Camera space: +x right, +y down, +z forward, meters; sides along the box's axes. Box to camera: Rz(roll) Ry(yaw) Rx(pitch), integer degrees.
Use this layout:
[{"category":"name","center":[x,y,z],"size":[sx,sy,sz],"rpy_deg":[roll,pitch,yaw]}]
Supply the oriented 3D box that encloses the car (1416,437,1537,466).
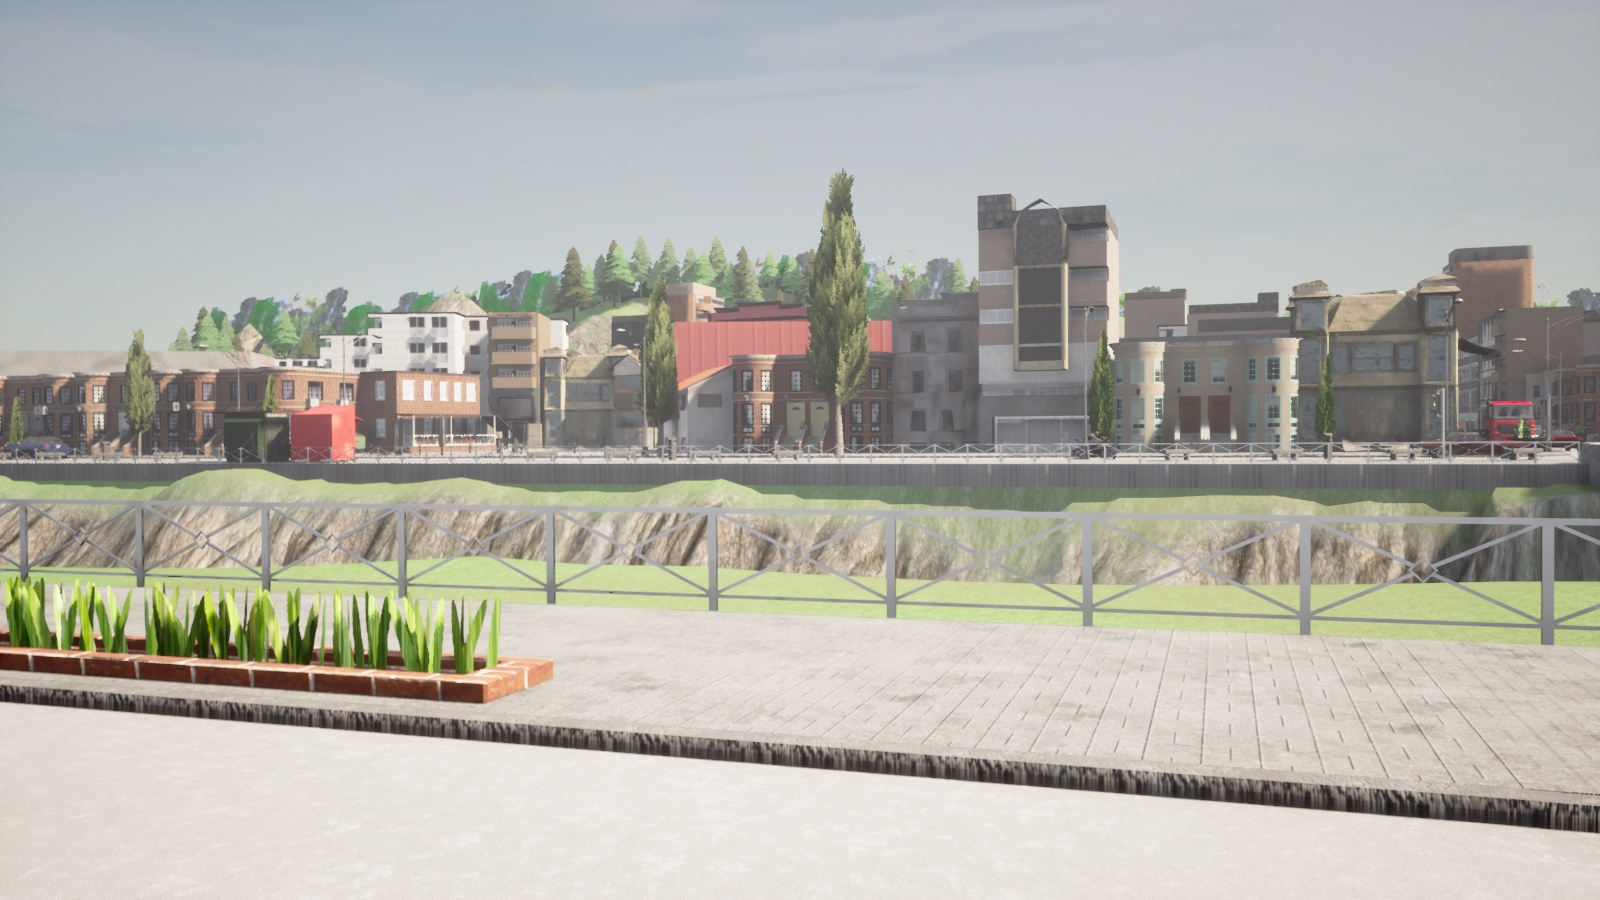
[{"category":"car","center":[31.316,0.068,58.292],"size":[4.718,1.301,1.895],"rpy_deg":[0,1,19]}]

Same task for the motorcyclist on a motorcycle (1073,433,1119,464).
[{"category":"motorcyclist on a motorcycle","center":[15.030,-0.076,63.777],"size":[2.191,1.530,0.866],"rpy_deg":[0,1,19]}]

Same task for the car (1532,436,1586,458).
[{"category":"car","center":[47.005,-0.221,77.846],"size":[1.895,1.301,4.718],"rpy_deg":[0,1,19]}]
